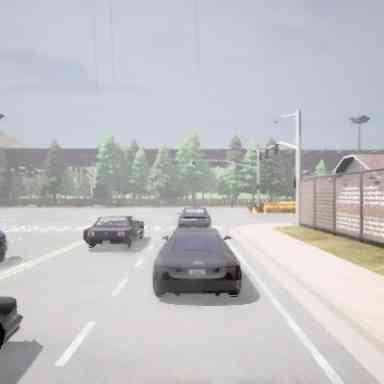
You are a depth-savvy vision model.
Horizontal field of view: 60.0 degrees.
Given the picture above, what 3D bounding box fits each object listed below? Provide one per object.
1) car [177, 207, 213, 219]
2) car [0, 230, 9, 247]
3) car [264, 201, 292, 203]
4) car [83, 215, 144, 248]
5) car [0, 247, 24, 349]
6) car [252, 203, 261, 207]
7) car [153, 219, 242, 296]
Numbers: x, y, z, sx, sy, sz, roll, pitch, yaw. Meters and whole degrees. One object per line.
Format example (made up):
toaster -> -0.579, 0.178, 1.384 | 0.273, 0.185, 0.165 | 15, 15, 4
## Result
car -> 0.176, 1.649, 19.393 | 2.128, 1.511, 4.902 | 0, 0, 1
car -> -7.074, 1.602, 9.417 | 1.812, 1.442, 4.674 | 0, 0, 0
car -> 12.279, 1.961, 44.570 | 4.718, 1.301, 1.895 | 0, 0, -3
car -> -3.404, 1.726, 15.443 | 1.895, 1.301, 4.718 | 0, 0, 0
car -> -3.399, 1.568, 2.424 | 2.033, 1.411, 5.357 | 0, 0, 0
car -> 11.740, 2.018, 51.588 | 4.718, 1.301, 1.895 | 0, 0, -2
car -> 0.125, 1.636, 8.846 | 1.994, 1.385, 4.181 | 0, 0, 0
